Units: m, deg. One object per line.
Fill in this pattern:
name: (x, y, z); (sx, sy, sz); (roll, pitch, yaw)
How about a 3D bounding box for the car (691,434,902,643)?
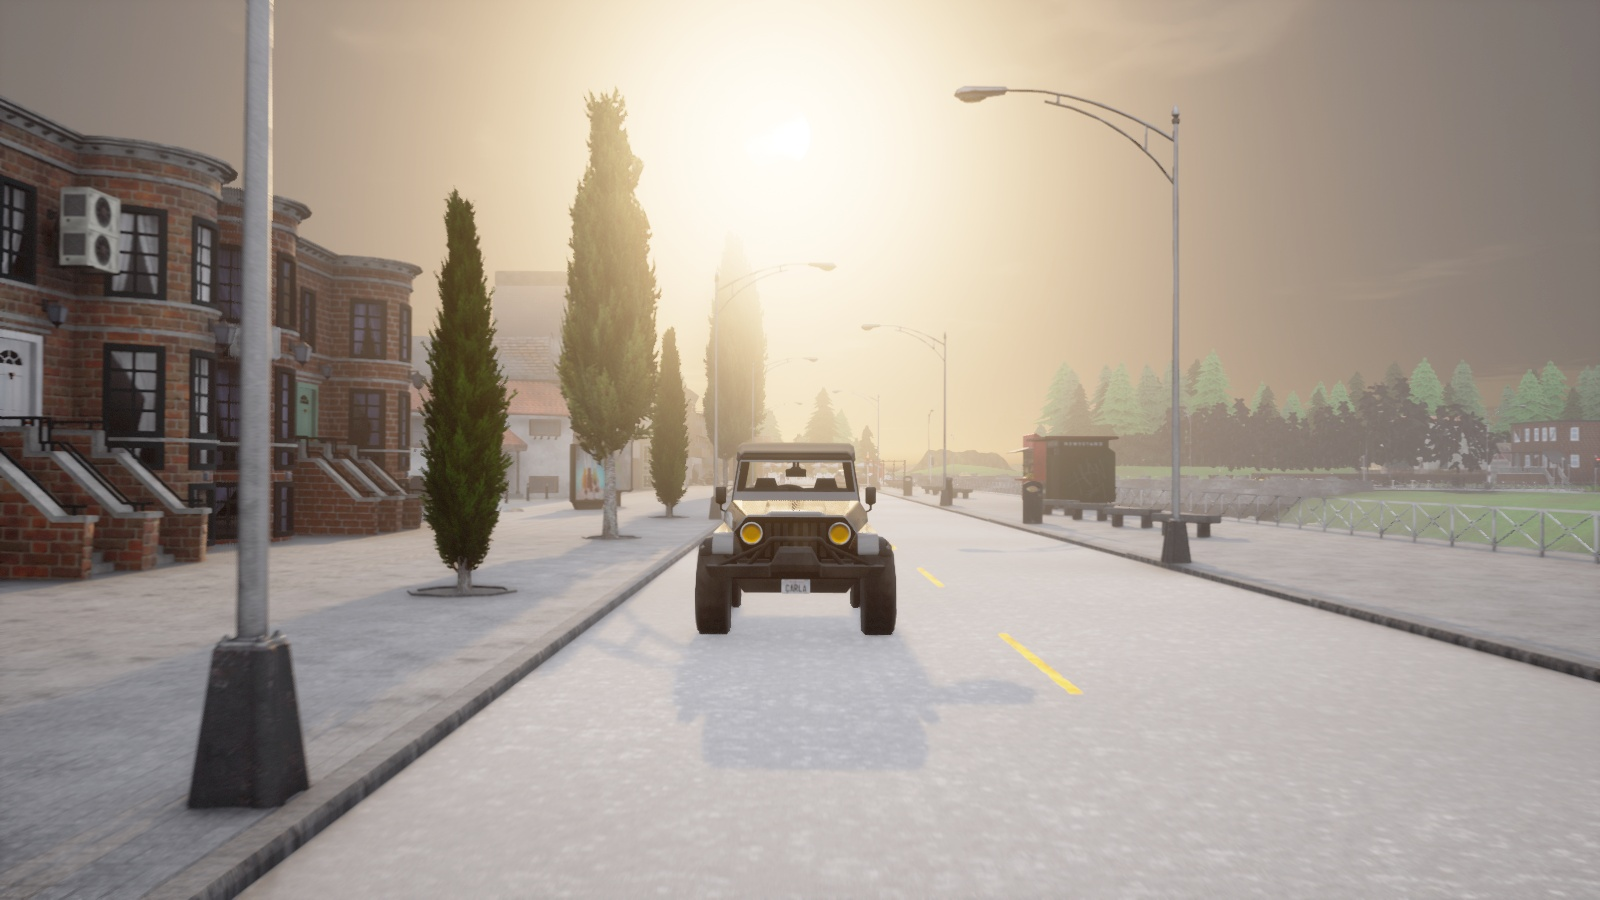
car: (-0.035, 0.833, 13.304); (1.905, 1.878, 3.866); (0, -1, 0)
